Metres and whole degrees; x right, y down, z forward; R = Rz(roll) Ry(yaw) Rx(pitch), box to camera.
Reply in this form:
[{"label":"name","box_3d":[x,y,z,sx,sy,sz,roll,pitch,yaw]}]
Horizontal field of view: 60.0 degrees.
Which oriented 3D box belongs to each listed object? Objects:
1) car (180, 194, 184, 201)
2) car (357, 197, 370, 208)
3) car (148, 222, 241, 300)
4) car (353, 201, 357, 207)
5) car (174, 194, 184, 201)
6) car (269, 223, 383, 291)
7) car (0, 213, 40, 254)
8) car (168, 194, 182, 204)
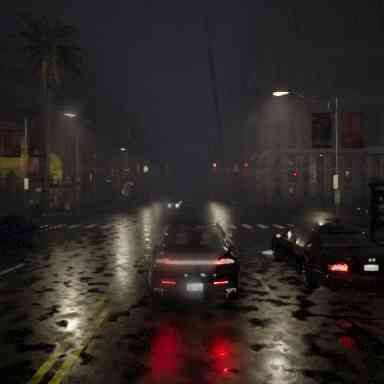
[{"label":"car","box_3d":[-3.478,1.478,75.823,1.882,1.535,5.008,0,0,0]},{"label":"car","box_3d":[25.431,1.505,44.744,4.892,1.490,1.837,0,0,0]},{"label":"car","box_3d":[0.061,1.492,8.386,2.128,1.511,4.902,0,0,0]},{"label":"car","box_3d":[26.051,1.477,48.254,5.008,1.535,1.882,0,0,0]},{"label":"car","box_3d":[-3.349,1.355,86.193,2.097,1.767,4.553,0,0,3]},{"label":"car","box_3d":[3.565,1.547,9.087,2.033,1.411,5.357,0,0,0]},{"label":"car","box_3d":[-7.088,1.526,11.817,1.812,1.442,4.674,0,0,0]},{"label":"car","box_3d":[-3.532,1.600,64.144,1.895,1.301,4.718,0,0,1]}]
